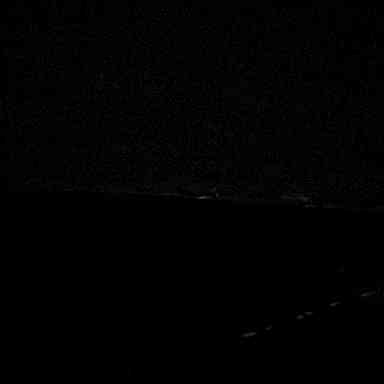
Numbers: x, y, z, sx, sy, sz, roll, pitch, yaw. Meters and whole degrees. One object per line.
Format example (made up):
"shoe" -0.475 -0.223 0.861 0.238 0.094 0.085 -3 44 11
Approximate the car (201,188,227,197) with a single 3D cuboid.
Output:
"car" 4.360 0.094 60.894 2.128 1.511 4.902 -3 3 -35

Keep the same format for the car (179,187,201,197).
"car" 0.268 -0.022 61.790 2.097 1.767 4.553 -3 4 -35

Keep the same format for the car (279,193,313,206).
"car" 13.382 0.879 43.140 1.812 1.442 4.674 -3 4 -35

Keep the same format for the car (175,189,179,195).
"car" -1.578 -0.349 69.176 2.097 1.767 4.553 -3 3 -35
